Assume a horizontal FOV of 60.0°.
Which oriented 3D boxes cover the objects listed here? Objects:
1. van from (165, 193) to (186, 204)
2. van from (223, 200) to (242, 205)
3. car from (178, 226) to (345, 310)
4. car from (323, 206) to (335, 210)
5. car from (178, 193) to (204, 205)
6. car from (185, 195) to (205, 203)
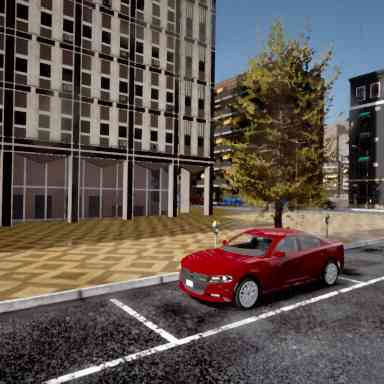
[{"bbox_3d":[-2.952,1.142,57.489,1.690,1.788,3.998,2,-1,-36],"label":"van"},{"bbox_3d":[7.137,1.314,57.825,1.690,1.788,3.998,2,-1,-36],"label":"van"},{"bbox_3d":[1.780,1.547,7.834,4.507,1.381,1.887,0,1,-36],"label":"car"},{"bbox_3d":[17.016,1.585,44.123,1.947,1.339,4.313,2,-1,-36],"label":"car"},{"bbox_3d":[0.343,1.130,52.923,2.192,1.841,5.009,2,-1,-36],"label":"car"},{"bbox_3d":[0.546,1.385,66.958,1.967,1.590,4.097,1,-1,-36],"label":"car"}]
